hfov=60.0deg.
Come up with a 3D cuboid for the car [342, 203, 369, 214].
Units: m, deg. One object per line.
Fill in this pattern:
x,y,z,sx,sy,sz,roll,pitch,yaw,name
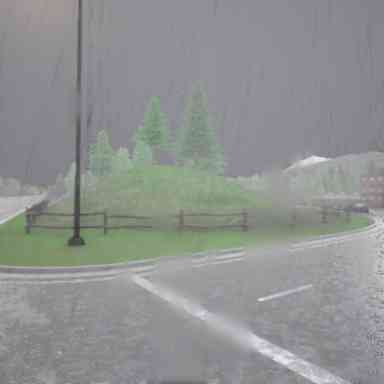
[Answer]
22.979,2.279,46.711,1.812,1.442,4.674,1,0,0,car
